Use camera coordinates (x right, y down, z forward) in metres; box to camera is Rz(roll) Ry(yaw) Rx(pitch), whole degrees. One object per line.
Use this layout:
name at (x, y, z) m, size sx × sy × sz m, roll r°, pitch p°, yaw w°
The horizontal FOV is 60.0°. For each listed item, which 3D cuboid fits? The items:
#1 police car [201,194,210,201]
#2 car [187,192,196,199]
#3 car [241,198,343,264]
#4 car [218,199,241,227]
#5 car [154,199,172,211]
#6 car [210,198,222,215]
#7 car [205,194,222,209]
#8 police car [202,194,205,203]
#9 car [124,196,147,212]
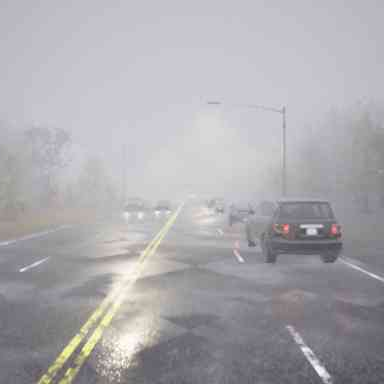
police car at (3.115, 1.357, 77.947) m, size 2.038 × 1.542 × 4.974 m, roll 0°, pitch 0°, yaw 0°
car at (-0.167, 0.904, 88.574) m, size 2.150 × 2.045 × 5.566 m, roll 0°, pitch 0°, yaw 0°
car at (3.358, 1.216, 12.010) m, size 2.150 × 2.045 × 5.566 m, roll 0°, pitch 0°, yaw 0°
car at (3.260, 1.478, 22.914) m, size 2.128 × 1.511 × 4.902 m, roll 0°, pitch 0°, yaw 0°
car at (-3.366, 1.515, 39.944) m, size 2.033 × 1.411 × 5.357 m, roll 0°, pitch 0°, yaw 0°
car at (3.250, 1.575, 33.963) m, size 1.895 × 1.301 × 4.718 m, roll 0°, pitch 0°, yaw 0°
car at (3.217, 1.301, 44.905) m, size 2.097 × 1.767 × 4.553 m, roll 0°, pitch 0°, yaw 0°
police car at (3.185, 1.342, 56.050) m, size 1.930 × 1.638 × 5.238 m, roll 0°, pitch 0°, yaw 0°
car at (-6.605, 1.321, 38.962) m, size 2.097 × 1.767 × 4.553 m, roll 0°, pitch 0°, yaw 0°
